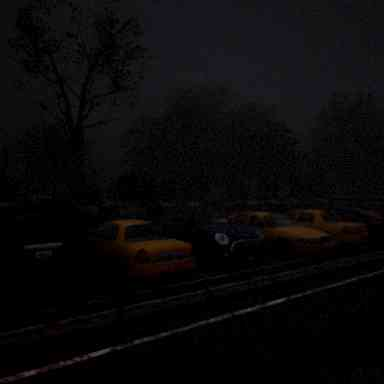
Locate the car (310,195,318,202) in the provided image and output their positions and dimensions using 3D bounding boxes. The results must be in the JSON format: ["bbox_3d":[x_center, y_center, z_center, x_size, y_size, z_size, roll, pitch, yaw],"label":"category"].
[{"bbox_3d":[13.683,1.371,36.354,2.231,1.521,4.892,0,0,-36],"label":"car"}]

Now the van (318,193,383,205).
[{"bbox_3d":[9.536,1.188,18.041,1.878,1.987,4.442,0,0,-36],"label":"van"}]

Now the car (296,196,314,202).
[{"bbox_3d":[9.103,1.390,33.050,2.231,1.521,4.892,0,0,-36],"label":"car"}]

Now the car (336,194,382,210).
[{"bbox_3d":[20.613,1.201,41.240,2.185,1.767,4.553,1,0,-36],"label":"car"}]

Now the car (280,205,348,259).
[{"bbox_3d":[2.824,1.435,12.855,1.946,1.575,5.366,0,0,-36],"label":"car"}]

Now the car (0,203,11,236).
[{"bbox_3d":[-11.552,1.463,18.246,2.231,1.521,4.892,0,0,-36],"label":"car"}]

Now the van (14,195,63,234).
[{"bbox_3d":[-9.320,1.228,19.981,1.878,1.987,4.442,0,0,-36],"label":"van"}]

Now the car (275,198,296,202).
[{"bbox_3d":[6.809,1.397,31.403,2.097,1.535,5.008,0,0,-36],"label":"car"}]

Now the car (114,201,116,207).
[{"bbox_3d":[-7.064,1.446,21.464,2.097,1.535,5.008,0,0,-36],"label":"car"}]

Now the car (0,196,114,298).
[{"bbox_3d":[-4.189,1.211,8.086,2.435,2.045,5.566,0,0,-36],"label":"car"}]

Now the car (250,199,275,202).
[{"bbox_3d":[4.515,1.405,29.758,2.097,1.535,5.008,0,0,-36],"label":"car"}]

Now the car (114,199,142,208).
[{"bbox_3d":[-4.785,1.312,23.130,2.185,1.767,4.553,0,0,-36],"label":"car"}]

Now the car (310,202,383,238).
[{"bbox_3d":[7.310,1.462,16.297,2.002,1.452,4.674,0,0,-36],"label":"car"}]

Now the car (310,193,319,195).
[{"bbox_3d":[15.896,1.108,37.899,2.435,2.045,5.566,0,0,-36],"label":"car"}]

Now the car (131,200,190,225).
[{"bbox_3d":[-2.469,1.430,24.747,2.097,1.535,5.008,0,0,-36],"label":"car"}]

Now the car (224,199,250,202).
[{"bbox_3d":[2.200,1.443,28.139,2.163,1.488,4.792,0,0,-36],"label":"car"}]

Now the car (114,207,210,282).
[{"bbox_3d":[-1.984,1.451,9.862,1.946,1.575,5.366,0,0,-36],"label":"car"}]

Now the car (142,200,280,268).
[{"bbox_3d":[0.402,1.320,11.383,2.185,1.767,4.553,0,0,-36],"label":"car"}]

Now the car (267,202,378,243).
[{"bbox_3d":[4.904,1.427,14.803,1.946,1.575,5.366,0,0,-36],"label":"car"}]

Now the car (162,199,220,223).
[{"bbox_3d":[-0.181,1.421,26.400,2.097,1.535,5.008,0,0,-36],"label":"car"}]
